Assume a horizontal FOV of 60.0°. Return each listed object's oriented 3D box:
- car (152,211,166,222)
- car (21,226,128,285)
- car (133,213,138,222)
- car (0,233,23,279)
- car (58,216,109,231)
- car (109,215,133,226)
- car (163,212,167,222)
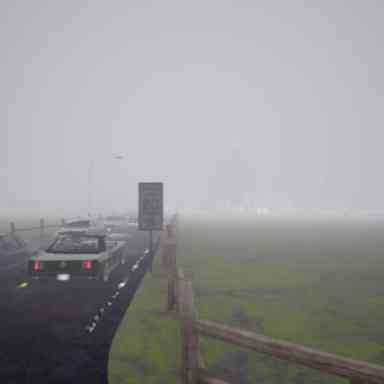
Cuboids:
[{"bbox_3d":[-4.970,3.735,50.988,1.837,1.490,4.892,0,-3,-2],"label":"car"},{"bbox_3d":[-3.400,2.015,10.805,1.895,1.301,4.718,0,-3,-2],"label":"car"},{"bbox_3d":[-7.520,3.615,45.809,1.994,1.385,4.181,0,-3,-2],"label":"car"},{"bbox_3d":[-6.198,1.920,9.579,2.033,1.411,5.357,0,-3,-3],"label":"car"},{"bbox_3d":[-6.608,2.344,19.929,1.837,1.490,4.892,0,-3,-2],"label":"car"},{"bbox_3d":[-7.007,2.850,30.221,2.033,1.411,5.357,0,-3,-3],"label":"car"},{"bbox_3d":[-4.535,3.327,41.056,2.033,1.411,5.357,0,-3,-2],"label":"car"}]
